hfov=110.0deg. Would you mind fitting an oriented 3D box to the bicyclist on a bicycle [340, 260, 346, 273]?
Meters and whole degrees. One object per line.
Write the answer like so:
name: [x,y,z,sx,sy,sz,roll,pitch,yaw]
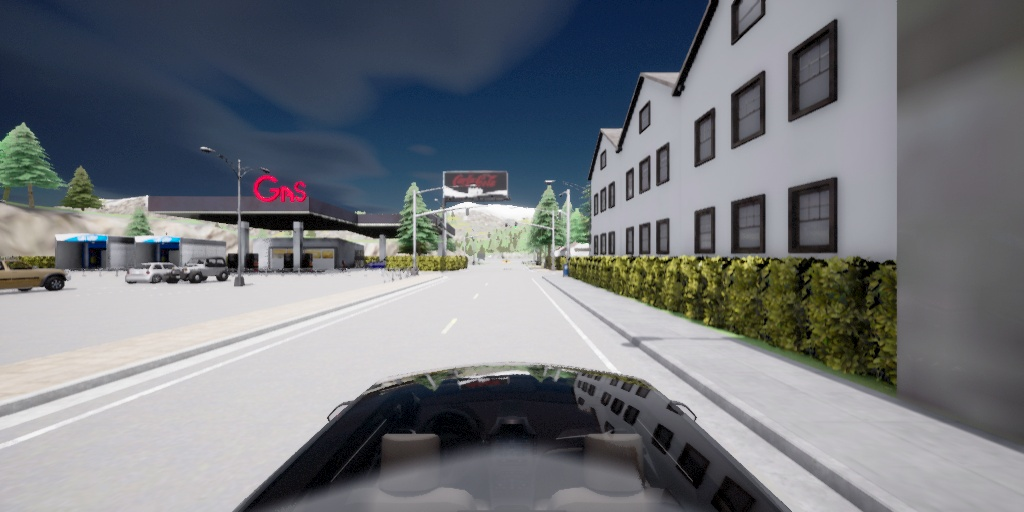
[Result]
bicyclist on a bicycle: [-21.760,1.375,46.289,0.582,1.620,1.656,0,0,0]
